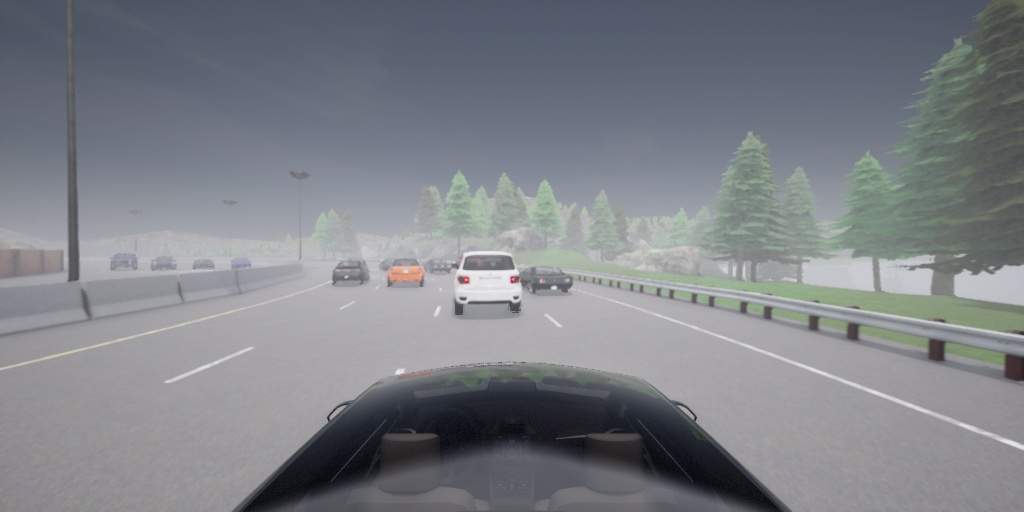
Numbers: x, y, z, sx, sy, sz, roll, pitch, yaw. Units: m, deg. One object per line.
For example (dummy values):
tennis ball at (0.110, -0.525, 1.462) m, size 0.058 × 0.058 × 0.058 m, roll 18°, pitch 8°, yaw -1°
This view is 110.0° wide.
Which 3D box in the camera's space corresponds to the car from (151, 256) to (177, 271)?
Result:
car at (-40.816, 0.793, 42.152) m, size 2.097 × 1.767 × 4.553 m, roll -1°, pitch 1°, yaw -42°

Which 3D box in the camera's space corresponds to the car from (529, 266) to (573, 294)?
car at (1.512, 1.162, 18.830) m, size 1.895 × 1.301 × 4.718 m, roll 0°, pitch 1°, yaw -12°

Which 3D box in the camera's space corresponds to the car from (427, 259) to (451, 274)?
car at (-7.490, 0.957, 35.513) m, size 2.033 × 1.411 × 5.357 m, roll 0°, pitch 1°, yaw -24°

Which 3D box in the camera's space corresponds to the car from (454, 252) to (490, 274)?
car at (-4.206, 0.609, 36.636) m, size 2.150 × 2.045 × 5.566 m, roll 0°, pitch 1°, yaw -24°

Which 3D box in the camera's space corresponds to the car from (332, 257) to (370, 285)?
car at (-10.630, 1.036, 23.869) m, size 2.128 × 1.511 × 4.902 m, roll 0°, pitch 1°, yaw -16°

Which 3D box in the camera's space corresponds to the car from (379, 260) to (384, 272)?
car at (-13.448, 0.948, 39.587) m, size 1.994 × 1.385 × 4.181 m, roll 0°, pitch 1°, yaw -28°

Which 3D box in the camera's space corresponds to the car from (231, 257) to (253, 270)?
car at (-32.498, 0.883, 43.112) m, size 1.882 × 1.535 × 5.008 m, roll 0°, pitch 1°, yaw -38°

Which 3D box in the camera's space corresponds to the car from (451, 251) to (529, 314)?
car at (-1.050, 0.849, 13.380) m, size 2.150 × 2.045 × 5.566 m, roll 0°, pitch 1°, yaw -8°

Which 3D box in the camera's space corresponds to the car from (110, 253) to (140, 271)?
car at (-46.765, 0.675, 43.335) m, size 5.566 × 2.045 × 2.150 m, roll 0°, pitch 1°, yaw 44°

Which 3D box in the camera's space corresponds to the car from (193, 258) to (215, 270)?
car at (-37.959, 0.974, 44.202) m, size 1.994 × 1.385 × 4.181 m, roll -1°, pitch 1°, yaw -41°

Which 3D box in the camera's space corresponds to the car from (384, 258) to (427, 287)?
car at (-6.741, 0.895, 22.899) m, size 2.097 × 1.767 × 4.553 m, roll 0°, pitch 1°, yaw -15°
